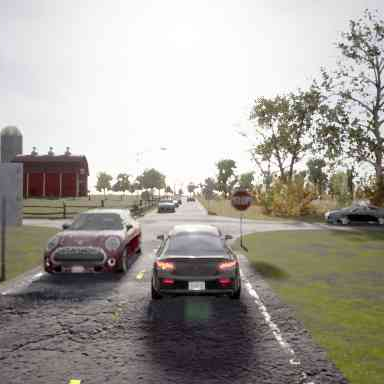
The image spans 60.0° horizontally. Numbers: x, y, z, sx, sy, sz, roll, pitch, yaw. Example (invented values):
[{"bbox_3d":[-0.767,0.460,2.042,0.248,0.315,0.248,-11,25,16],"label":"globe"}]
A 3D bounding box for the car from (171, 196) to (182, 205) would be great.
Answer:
[{"bbox_3d":[-2.973,1.547,63.537,1.882,1.535,5.008,0,0,0],"label":"car"}]

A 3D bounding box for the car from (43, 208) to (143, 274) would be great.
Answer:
[{"bbox_3d":[-2.879,1.357,10.601,2.097,1.767,4.553,0,0,0],"label":"car"}]

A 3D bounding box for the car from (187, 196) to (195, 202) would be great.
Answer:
[{"bbox_3d":[-0.217,1.656,80.436,1.994,1.385,4.181,0,0,0],"label":"car"}]

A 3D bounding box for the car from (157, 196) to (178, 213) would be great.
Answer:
[{"bbox_3d":[-2.911,1.534,38.381,1.837,1.490,4.892,0,0,-1],"label":"car"}]

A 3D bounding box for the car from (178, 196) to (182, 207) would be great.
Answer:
[{"bbox_3d":[-2.973,1.594,50.576,2.033,1.411,5.357,0,0,0],"label":"car"}]

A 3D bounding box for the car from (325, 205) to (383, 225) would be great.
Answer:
[{"bbox_3d":[12.865,1.742,25.789,4.902,1.511,2.128,1,-1,0],"label":"car"}]

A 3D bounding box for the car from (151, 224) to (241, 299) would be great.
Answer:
[{"bbox_3d":[0.074,1.529,8.305,1.812,1.442,4.674,0,0,0],"label":"car"}]
